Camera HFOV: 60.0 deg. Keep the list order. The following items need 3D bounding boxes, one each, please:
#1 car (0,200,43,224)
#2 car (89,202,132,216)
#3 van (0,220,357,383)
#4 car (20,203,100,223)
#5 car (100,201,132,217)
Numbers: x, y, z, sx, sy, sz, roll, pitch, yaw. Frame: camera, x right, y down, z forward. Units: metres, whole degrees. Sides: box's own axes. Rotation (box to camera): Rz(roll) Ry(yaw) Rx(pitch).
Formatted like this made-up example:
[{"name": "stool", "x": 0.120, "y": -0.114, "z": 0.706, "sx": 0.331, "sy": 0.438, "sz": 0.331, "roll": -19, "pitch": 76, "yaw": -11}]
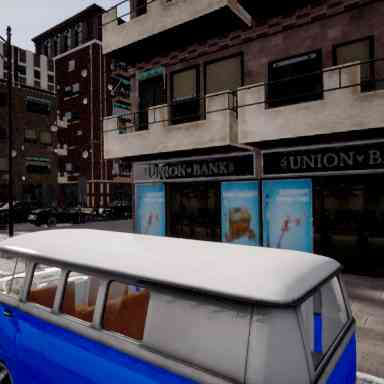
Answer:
[{"name": "car", "x": -13.446, "y": 1.473, "z": 25.733, "sx": 2.097, "sy": 1.767, "sz": 4.553, "roll": -1, "pitch": -1, "yaw": 36}, {"name": "car", "x": -8.851, "y": 1.797, "z": 36.432, "sx": 1.947, "sy": 1.339, "sz": 4.313, "roll": -2, "pitch": -1, "yaw": 36}, {"name": "van", "x": -0.549, "y": 1.342, "z": 3.242, "sx": 3.998, "sy": 1.788, "sz": 1.690, "roll": 0, "pitch": -1, "yaw": 35}, {"name": "car", "x": -8.722, "y": 1.583, "z": 22.381, "sx": 1.947, "sy": 1.339, "sz": 4.313, "roll": -2, "pitch": -1, "yaw": 36}, {"name": "car", "x": -7.370, "y": 1.671, "z": 34.064, "sx": 2.128, "sy": 1.511, "sz": 4.902, "roll": -1, "pitch": -1, "yaw": 36}]
